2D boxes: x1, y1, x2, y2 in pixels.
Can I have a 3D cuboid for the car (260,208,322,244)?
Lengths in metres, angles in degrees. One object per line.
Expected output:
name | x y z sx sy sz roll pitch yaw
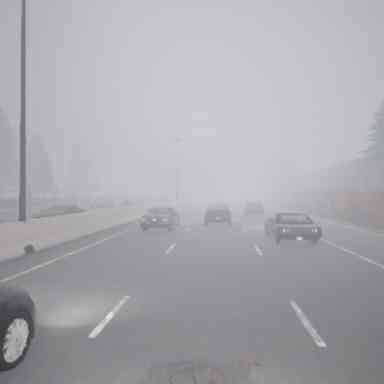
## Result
car | 4.739 1.679 16.276 1.895 1.301 4.718 0 0 5

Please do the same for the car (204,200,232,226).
car | 1.929 1.579 24.543 1.882 1.535 5.008 0 0 5

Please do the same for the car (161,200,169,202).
car | -5.160 1.804 66.293 1.837 1.490 4.892 0 0 5

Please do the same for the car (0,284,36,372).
car | -3.204 1.506 2.825 1.837 1.490 4.892 0 0 2

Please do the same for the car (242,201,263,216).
car | 6.264 1.643 34.235 2.128 1.511 4.902 0 0 5

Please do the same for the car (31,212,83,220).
car | -8.965 1.538 22.736 1.882 1.535 5.008 0 0 5

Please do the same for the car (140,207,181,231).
car | -1.885 1.623 21.034 2.033 1.411 5.357 0 0 5

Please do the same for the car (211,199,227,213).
car | 3.354 1.696 41.391 1.812 1.442 4.674 0 0 5
